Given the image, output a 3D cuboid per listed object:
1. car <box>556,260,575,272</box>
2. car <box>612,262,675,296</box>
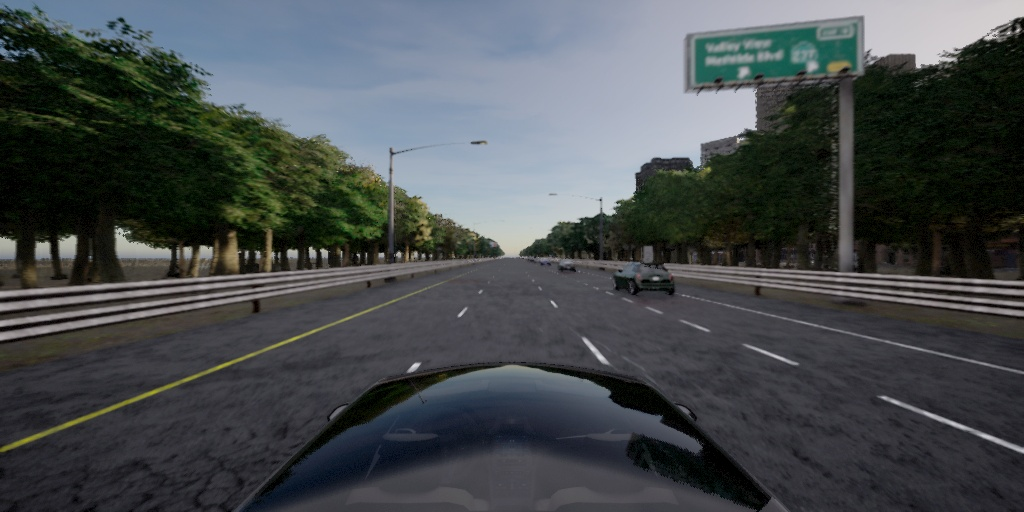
[{"bbox_3d":[6.988,1.295,46.536,1.812,1.442,4.674,0,0,0],"label":"car"},{"bbox_3d":[6.997,1.109,19.579,2.097,1.767,4.553,0,0,0],"label":"car"}]
